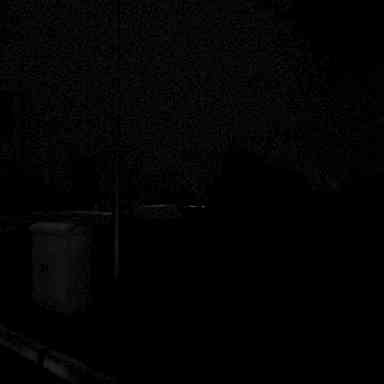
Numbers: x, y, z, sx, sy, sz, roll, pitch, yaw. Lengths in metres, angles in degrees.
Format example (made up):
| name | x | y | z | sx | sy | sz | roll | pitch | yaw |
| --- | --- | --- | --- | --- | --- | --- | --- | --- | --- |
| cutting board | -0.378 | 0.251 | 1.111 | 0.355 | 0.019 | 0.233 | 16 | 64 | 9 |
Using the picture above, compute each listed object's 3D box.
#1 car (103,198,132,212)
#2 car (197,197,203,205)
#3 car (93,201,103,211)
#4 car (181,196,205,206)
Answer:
| name | x | y | z | sx | sy | sz | roll | pitch | yaw |
| --- | --- | --- | --- | --- | --- | --- | --- | --- | --- |
| car | -7.891 | 1.599 | 39.601 | 1.812 | 1.442 | 4.674 | 0 | 0 | 33 |
| car | 3.151 | 1.607 | 56.556 | 1.812 | 1.442 | 4.674 | 0 | 0 | 33 |
| car | -10.354 | 1.573 | 42.238 | 2.128 | 1.511 | 4.902 | 0 | 0 | 33 |
| car | 0.233 | 1.578 | 58.489 | 1.882 | 1.535 | 5.008 | 0 | 0 | 33 |
